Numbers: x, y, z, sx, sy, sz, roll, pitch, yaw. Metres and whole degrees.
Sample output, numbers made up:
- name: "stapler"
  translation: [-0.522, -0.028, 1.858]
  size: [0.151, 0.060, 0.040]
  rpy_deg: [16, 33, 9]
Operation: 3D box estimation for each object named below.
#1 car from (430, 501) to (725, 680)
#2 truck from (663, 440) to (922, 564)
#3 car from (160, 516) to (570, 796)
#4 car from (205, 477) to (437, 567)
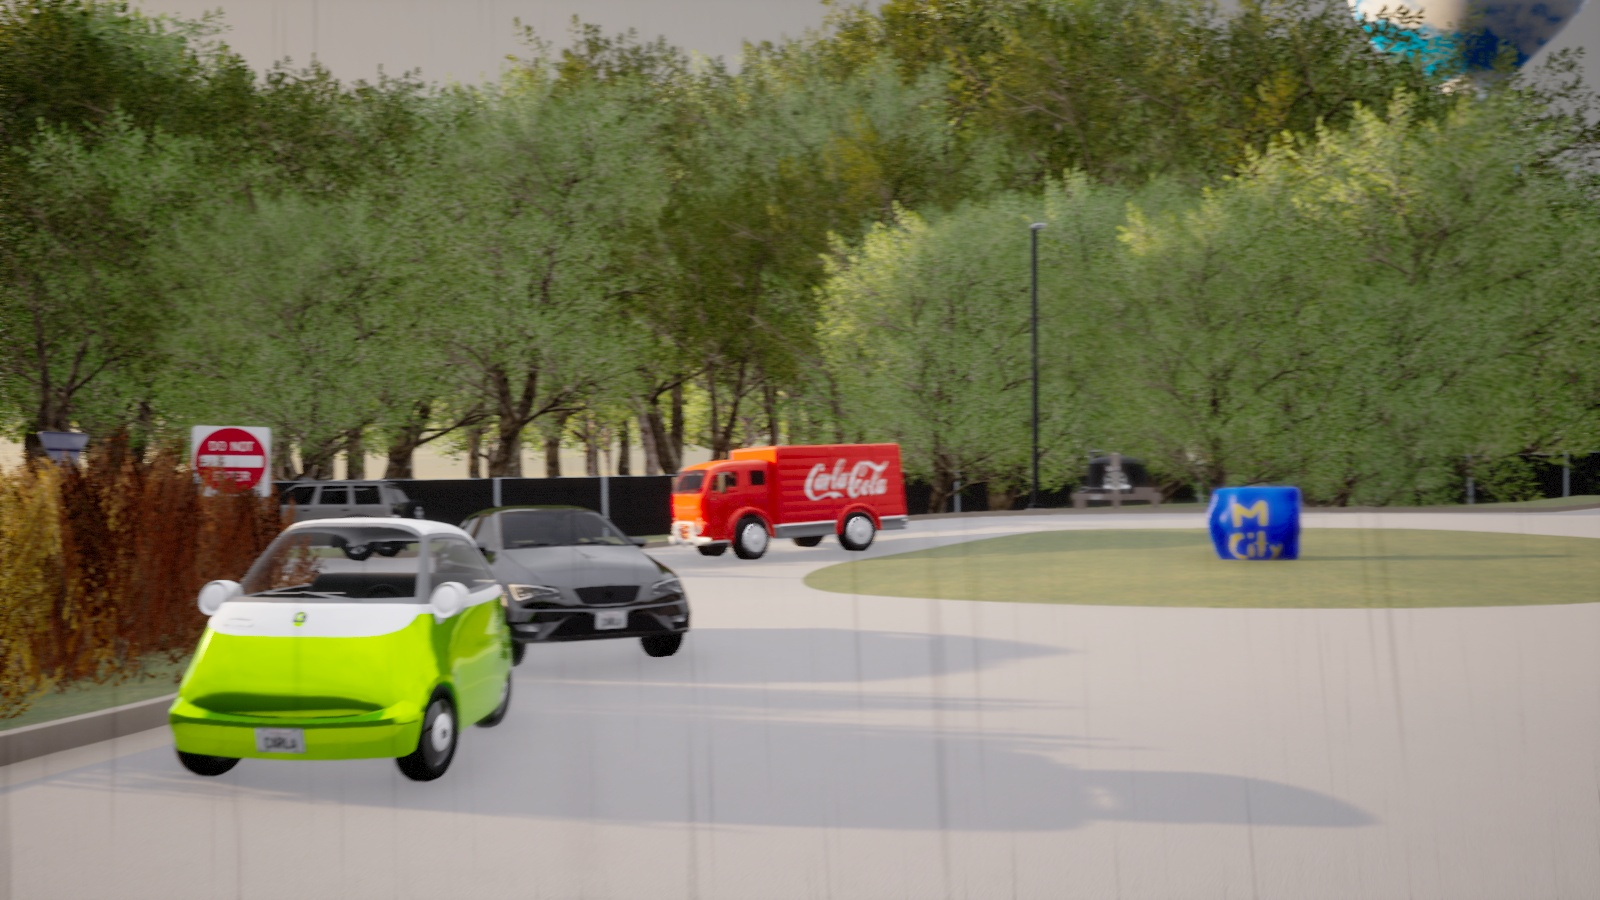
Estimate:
- name: "car"
  translation: [-2.456, 1.312, 12.857]
  size: [1.816, 1.474, 4.193]
  rpy_deg: [0, -3, -27]
- name: "truck"
  translation: [-0.151, 1.145, 28.888]
  size: [5.204, 2.467, 2.627]
  rpy_deg: [-2, -2, -31]
- name: "car"
  translation: [-2.426, 1.096, 7.487]
  size: [1.481, 1.376, 2.207]
  rpy_deg: [-1, -2, 7]
- name: "car"
  translation: [-10.990, 1.669, 28.994]
  size: [4.605, 1.855, 1.932]
  rpy_deg: [-2, -4, 3]
